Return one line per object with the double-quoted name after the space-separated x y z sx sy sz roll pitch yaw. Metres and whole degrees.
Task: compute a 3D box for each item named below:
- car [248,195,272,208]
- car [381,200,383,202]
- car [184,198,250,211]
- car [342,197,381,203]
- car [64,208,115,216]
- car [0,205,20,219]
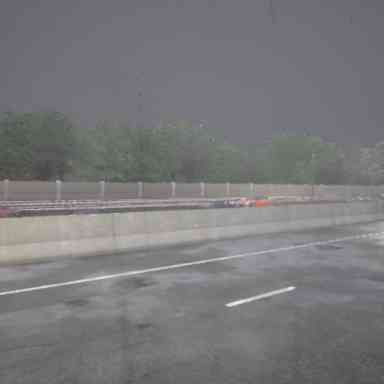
7.394 1.216 39.431 4.553 1.767 2.097 0 0 -36 "car"
21.759 1.358 41.056 5.357 1.411 2.033 0 0 -36 "car"
1.863 1.467 26.844 5.357 1.411 2.033 0 0 -36 "car"
16.221 1.355 32.839 4.892 1.490 1.837 0 0 -35 "car"
-5.518 1.538 17.258 4.181 1.385 1.994 0 0 -36 "car"
-14.597 1.555 23.675 4.181 1.385 1.994 0 0 -36 "car"
